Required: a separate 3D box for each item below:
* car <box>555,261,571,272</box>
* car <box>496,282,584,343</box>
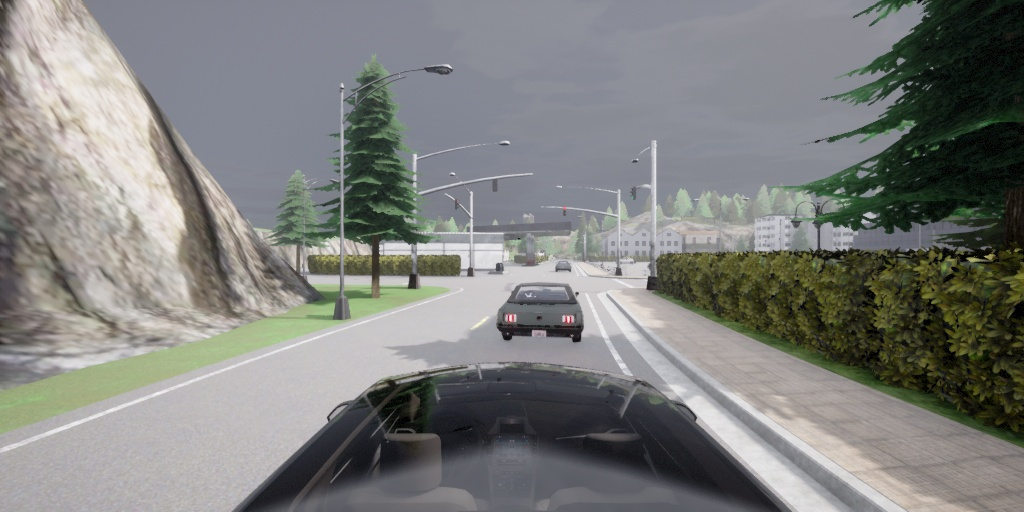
[{"bbox_3d":[6.568,1.314,45.827,1.994,1.385,4.181,0,0,9],"label":"car"},{"bbox_3d":[0.883,1.351,9.760,1.895,1.301,4.718,0,0,8],"label":"car"}]
